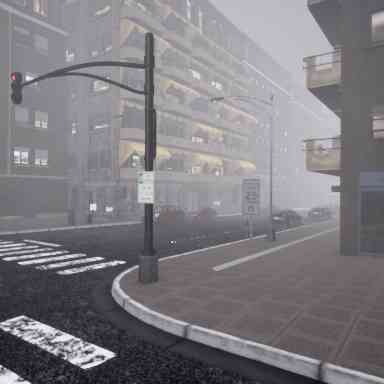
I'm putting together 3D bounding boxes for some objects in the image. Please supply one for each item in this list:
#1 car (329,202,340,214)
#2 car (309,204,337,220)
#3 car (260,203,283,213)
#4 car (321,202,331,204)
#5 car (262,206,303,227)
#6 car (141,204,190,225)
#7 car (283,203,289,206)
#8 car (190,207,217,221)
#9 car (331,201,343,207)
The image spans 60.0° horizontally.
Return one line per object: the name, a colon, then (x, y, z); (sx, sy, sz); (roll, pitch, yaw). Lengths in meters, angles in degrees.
car: (20.759, 2.458, 46.210); (1.752, 1.417, 4.829); (-1, -2, 35)
car: (14.192, 2.296, 36.745); (1.947, 1.339, 4.313); (-1, -2, 35)
car: (10.597, 2.327, 46.148); (1.887, 1.381, 4.507); (-1, -1, 35)
car: (19.529, 2.546, 48.900); (1.895, 1.301, 4.718); (0, -1, 35)
car: (7.722, 2.095, 27.421); (1.947, 1.339, 4.313); (-1, -2, 35)
car: (-2.343, 1.821, 27.503); (1.967, 1.590, 4.097); (-1, -1, 35)
car: (13.735, 2.404, 50.671); (1.752, 1.417, 4.829); (-1, -1, 35)
car: (0.892, 2.063, 32.162); (1.802, 1.307, 4.206); (-1, -1, 35)
car: (36.451, 3.022, 83.464); (1.967, 1.590, 4.097); (-1, -1, 35)
